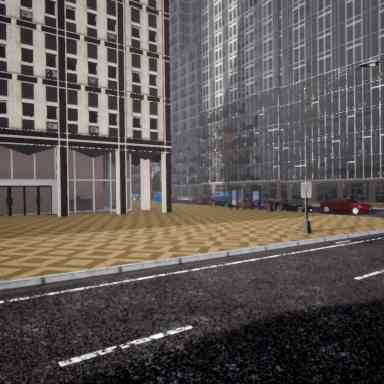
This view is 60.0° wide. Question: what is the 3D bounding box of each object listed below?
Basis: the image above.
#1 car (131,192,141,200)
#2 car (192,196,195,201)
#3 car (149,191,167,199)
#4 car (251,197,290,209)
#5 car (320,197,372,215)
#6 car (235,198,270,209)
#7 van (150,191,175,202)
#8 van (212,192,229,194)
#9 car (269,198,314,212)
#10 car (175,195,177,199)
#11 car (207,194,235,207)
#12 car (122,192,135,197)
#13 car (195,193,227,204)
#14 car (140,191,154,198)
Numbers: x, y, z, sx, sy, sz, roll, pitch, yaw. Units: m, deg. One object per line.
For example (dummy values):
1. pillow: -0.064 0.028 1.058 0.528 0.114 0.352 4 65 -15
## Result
1. car: -11.637 1.039 68.065 2.008 1.369 4.403 0 1 -34
2. car: 1.698 1.043 63.414 1.802 1.307 4.206 0 1 -34
3. car: -7.930 0.615 77.483 2.192 1.841 5.009 0 1 -34
4. car: 9.695 1.363 41.463 1.895 1.301 4.718 -1 1 -35
5. car: 15.299 1.330 33.255 1.882 1.535 5.008 -1 1 -34
6. car: 7.526 1.388 39.860 1.802 1.307 4.206 0 1 -34
7. van: -5.218 0.937 58.681 1.690 1.788 3.998 0 1 -34
8. van: 4.907 0.855 58.721 1.690 1.788 3.998 0 1 -34
9. car: 10.721 1.424 35.157 1.947 1.339 4.313 0 1 -34
10. car: -4.721 0.936 72.796 1.802 1.307 4.206 0 1 -34
11. car: 4.365 1.319 44.583 1.947 1.339 4.313 0 1 -34
12. car: -17.558 0.688 91.558 2.008 1.369 4.403 0 1 -34
13. car: 2.890 1.216 51.430 1.994 1.385 4.181 -1 1 -34
14. car: -11.140 0.686 82.175 1.967 1.590 4.097 0 1 -34
